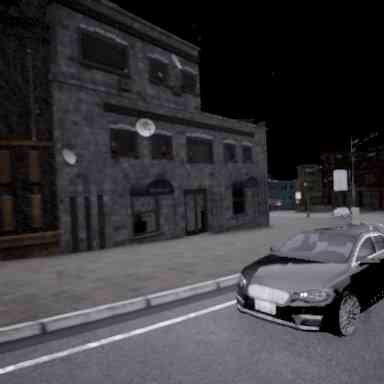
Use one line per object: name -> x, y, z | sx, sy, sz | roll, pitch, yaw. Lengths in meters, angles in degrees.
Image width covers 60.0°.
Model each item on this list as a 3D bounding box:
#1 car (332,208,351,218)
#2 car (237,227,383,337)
car -> 21.540, 2.943, 47.269 | 1.812, 1.442, 4.674 | -3, -3, 2
car -> 2.903, 1.526, 6.861 | 4.902, 1.511, 2.128 | 0, -1, -44
